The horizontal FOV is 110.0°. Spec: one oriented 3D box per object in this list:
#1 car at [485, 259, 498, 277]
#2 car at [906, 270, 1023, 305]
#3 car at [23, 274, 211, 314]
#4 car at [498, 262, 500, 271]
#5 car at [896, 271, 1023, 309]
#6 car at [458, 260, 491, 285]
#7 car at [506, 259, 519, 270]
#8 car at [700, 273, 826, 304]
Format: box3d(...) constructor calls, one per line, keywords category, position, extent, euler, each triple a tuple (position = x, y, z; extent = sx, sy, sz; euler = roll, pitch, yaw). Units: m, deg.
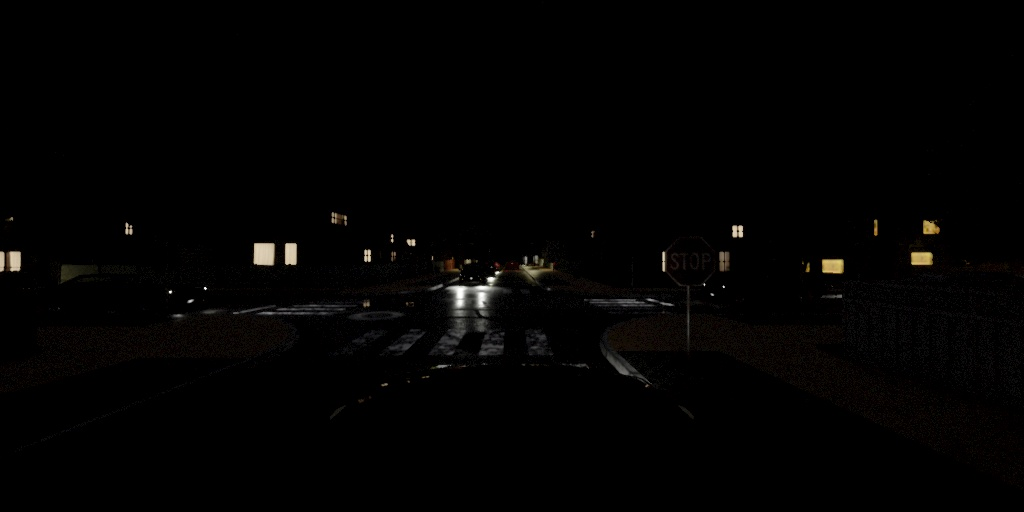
box3d(category="car", position=(-2.851, 1.165, 36.977), extent=(2.097, 1.767, 4.553), euler=(0, 0, 0))
box3d(category="car", position=(21.586, 1.420, 16.665), extent=(4.674, 1.442, 1.812), euler=(0, -1, -2))
box3d(category="car", position=(-13.631, 1.281, 12.657), extent=(4.718, 1.301, 1.895), euler=(0, -1, -3))
box3d(category="car", position=(-2.838, 1.221, 49.914), extent=(2.097, 1.767, 4.553), euler=(0, 0, 0))
box3d(category="car", position=(16.684, 1.358, 13.632), extent=(4.674, 1.442, 1.812), euler=(0, -1, -1))
box3d(category="car", position=(-2.827, 1.290, 26.915), extent=(1.837, 1.490, 4.892), euler=(0, 0, -1))
box3d(category="car", position=(0.045, 1.267, 57.992), extent=(2.097, 1.767, 4.553), euler=(0, 0, 1))
box3d(category="car", position=(11.266, 1.442, 16.330), extent=(4.718, 1.301, 1.895), euler=(0, -1, -3))
